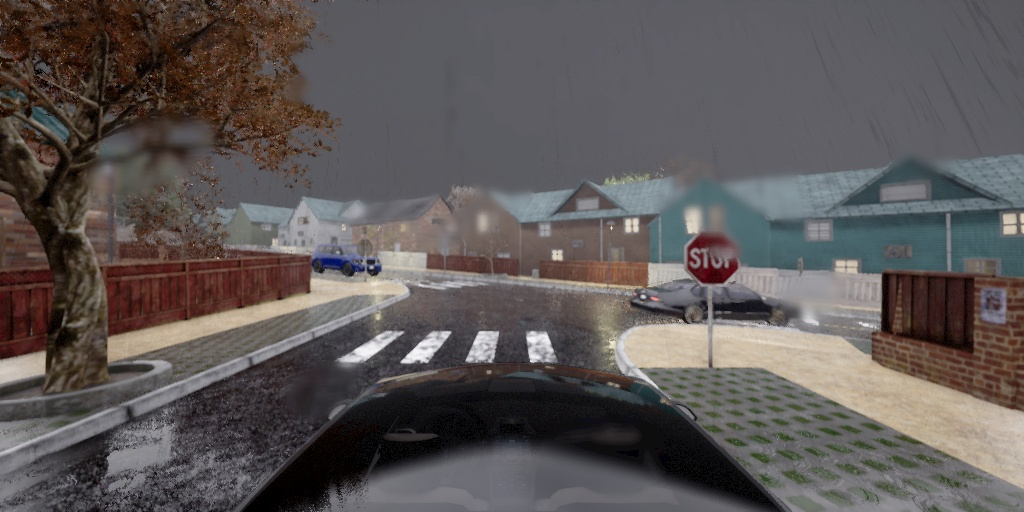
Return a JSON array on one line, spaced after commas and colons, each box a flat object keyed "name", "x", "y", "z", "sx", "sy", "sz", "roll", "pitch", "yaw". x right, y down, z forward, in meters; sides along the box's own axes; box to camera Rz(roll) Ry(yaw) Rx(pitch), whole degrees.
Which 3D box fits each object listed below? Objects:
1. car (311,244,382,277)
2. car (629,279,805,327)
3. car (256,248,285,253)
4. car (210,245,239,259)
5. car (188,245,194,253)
[{"name": "car", "x": -11.222, "y": 0.251, "z": 24.207, "sx": 5.566, "sy": 2.045, "sz": 2.150, "roll": 3, "pitch": 1, "yaw": 32}, {"name": "car", "x": 6.761, "y": 1.483, "z": 12.010, "sx": 5.357, "sy": 1.411, "sz": 2.033, "roll": 3, "pitch": 0, "yaw": -8}, {"name": "car", "x": -19.836, "y": 0.127, "z": 29.616, "sx": 4.892, "sy": 1.490, "sz": 1.837, "roll": 3, "pitch": 1, "yaw": 32}, {"name": "car", "x": -28.445, "y": -0.300, "z": 35.025, "sx": 5.008, "sy": 1.535, "sz": 1.882, "roll": 3, "pitch": 1, "yaw": 32}, {"name": "car", "x": -43.317, "y": -0.951, "z": 47.775, "sx": 4.674, "sy": 1.442, "sz": 1.812, "roll": 2, "pitch": 1, "yaw": 32}]
